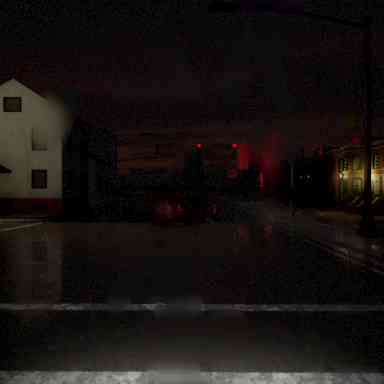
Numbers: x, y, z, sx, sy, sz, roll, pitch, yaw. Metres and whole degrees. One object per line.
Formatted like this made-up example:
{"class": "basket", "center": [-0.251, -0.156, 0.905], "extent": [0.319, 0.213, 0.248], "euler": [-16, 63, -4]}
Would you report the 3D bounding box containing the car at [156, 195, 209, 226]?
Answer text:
{"class": "car", "center": [-0.577, 1.268, 23.657], "extent": [2.150, 2.045, 5.566], "euler": [0, -2, 20]}
